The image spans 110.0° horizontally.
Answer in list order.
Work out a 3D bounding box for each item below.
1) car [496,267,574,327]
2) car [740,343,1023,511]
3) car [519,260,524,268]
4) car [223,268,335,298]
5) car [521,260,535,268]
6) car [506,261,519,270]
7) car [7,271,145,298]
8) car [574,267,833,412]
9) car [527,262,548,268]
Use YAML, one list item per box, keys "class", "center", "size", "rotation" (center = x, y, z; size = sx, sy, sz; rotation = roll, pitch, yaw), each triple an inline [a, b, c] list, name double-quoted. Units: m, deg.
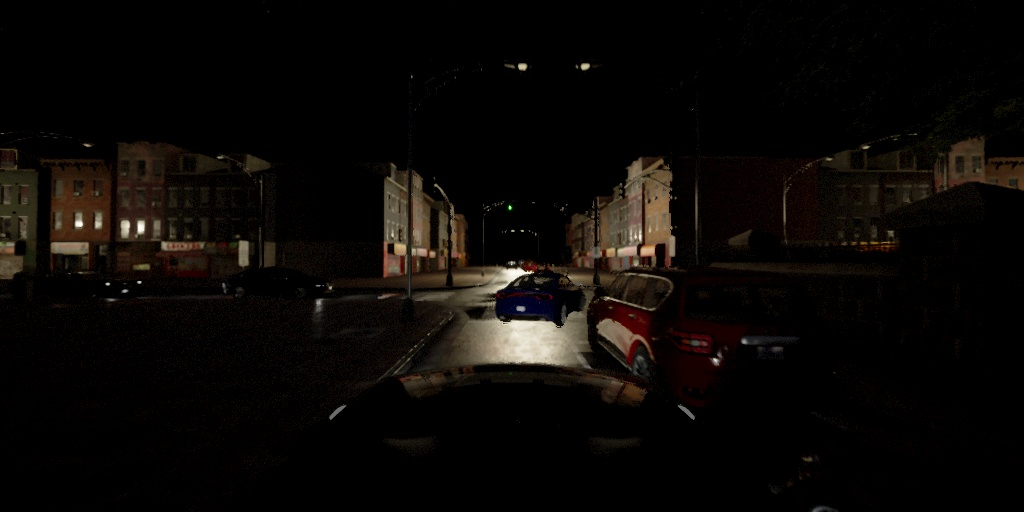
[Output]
- class: "car"
  center: [1.135, 1.293, 11.983]
  size: [1.882, 1.535, 5.008]
  rotation: [-1, -1, 21]
- class: "car"
  center: [2.639, 1.325, 0.602]
  size: [1.802, 1.307, 4.207]
  rotation: [0, 0, 0]
- class: "car"
  center: [2.604, 1.455, 54.227]
  size: [2.192, 1.841, 5.009]
  rotation: [0, 0, 0]
- class: "car"
  center: [-11.337, 1.325, 17.620]
  size: [4.892, 1.490, 1.837]
  rotation: [0, -1, 0]
- class: "car"
  center: [2.608, 1.639, 48.790]
  size: [1.888, 1.381, 4.507]
  rotation: [0, 0, 0]
- class: "car"
  center: [-0.030, 1.705, 62.423]
  size: [2.128, 1.511, 4.902]
  rotation: [0, -1, 0]
- class: "car"
  center: [-21.151, 1.408, 17.578]
  size: [4.718, 1.301, 1.895]
  rotation: [0, -1, 0]
- class: "car"
  center: [2.636, 1.092, 6.051]
  size: [2.192, 1.841, 5.009]
  rotation: [0, 0, 0]
- class: "car"
  center: [2.618, 1.508, 32.480]
  size: [1.888, 1.381, 4.507]
  rotation: [0, 0, 0]
